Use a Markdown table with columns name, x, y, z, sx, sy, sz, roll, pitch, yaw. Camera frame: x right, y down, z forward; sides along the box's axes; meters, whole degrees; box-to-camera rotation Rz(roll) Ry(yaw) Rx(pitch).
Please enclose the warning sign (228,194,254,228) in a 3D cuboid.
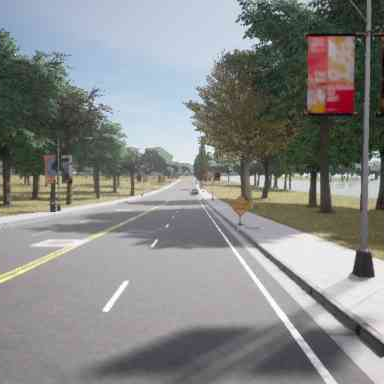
| name | x | y | z | sx | sy | sz | roll | pitch | yaw |
| --- | --- | --- | --- | --- | --- | --- | --- | --- | --- |
| warning sign | 2.886 | 1.102 | 19.759 | 1.300 | 1.860 | 1.060 | 2 | 2 | 0 |
